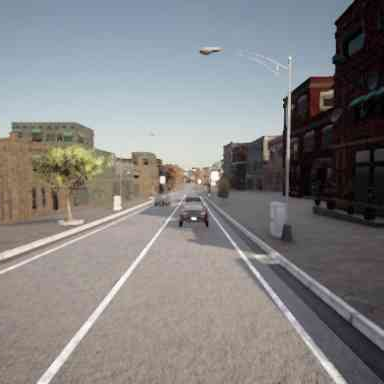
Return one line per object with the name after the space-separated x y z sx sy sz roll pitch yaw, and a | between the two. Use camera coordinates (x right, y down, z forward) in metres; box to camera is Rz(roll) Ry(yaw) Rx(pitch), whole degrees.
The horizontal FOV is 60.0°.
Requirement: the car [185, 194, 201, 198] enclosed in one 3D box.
0.124 0.968 41.837 1.882 1.535 5.008 0 1 0 | car

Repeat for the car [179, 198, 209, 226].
0.113 1.367 21.789 1.812 1.442 4.674 0 1 0 | car

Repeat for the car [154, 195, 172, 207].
-3.559 1.064 41.302 1.994 1.385 4.181 0 1 0 | car
